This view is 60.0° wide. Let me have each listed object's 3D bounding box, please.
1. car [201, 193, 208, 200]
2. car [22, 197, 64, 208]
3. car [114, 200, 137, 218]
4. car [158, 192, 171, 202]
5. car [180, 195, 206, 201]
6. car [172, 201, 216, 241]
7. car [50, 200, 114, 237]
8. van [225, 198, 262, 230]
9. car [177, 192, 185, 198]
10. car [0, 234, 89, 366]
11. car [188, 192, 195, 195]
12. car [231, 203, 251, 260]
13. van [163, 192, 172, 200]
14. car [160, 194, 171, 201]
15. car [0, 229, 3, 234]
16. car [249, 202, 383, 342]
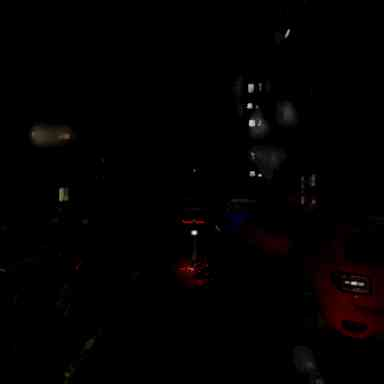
[{"bbox_3d":[2.683,0.976,77.384,1.967,1.590,4.097,1,0,0],"label":"car"},{"bbox_3d":[-19.312,1.354,43.248,4.507,1.381,1.887,0,0,1],"label":"car"},{"bbox_3d":[-5.685,1.384,27.997,2.008,1.369,4.403,1,0,0],"label":"car"},{"bbox_3d":[-5.772,1.149,65.952,1.887,1.381,4.507,1,0,0],"label":"car"},{"bbox_3d":[0.091,1.291,31.256,1.882,1.535,5.008,0,0,0],"label":"car"},{"bbox_3d":[0.095,1.408,16.123,1.837,1.490,4.892,0,0,0],"label":"car"},{"bbox_3d":[-5.679,1.337,17.183,1.967,1.590,4.097,1,0,0],"label":"car"},{"bbox_3d":[2.702,1.239,17.177,1.690,1.788,3.998,1,0,0],"label":"van"},{"bbox_3d":[-3.028,0.789,93.882,2.097,1.767,4.553,0,0,0],"label":"car"},{"bbox_3d":[-3.101,1.574,4.445,1.895,1.301,4.718,0,0,0],"label":"car"},{"bbox_3d":[-0.026,0.837,90.710,1.882,1.535,5.008,0,0,0],"label":"car"},{"bbox_3d":[2.702,1.370,11.770,1.967,1.590,4.097,1,0,0],"label":"car"},{"bbox_3d":[-5.694,0.877,77.320,1.690,1.788,3.998,1,0,0],"label":"van"},{"bbox_3d":[-5.697,1.115,71.634,1.887,1.381,4.507,1,0,0],"label":"car"},{"bbox_3d":[-5.674,1.277,6.367,2.192,1.841,5.009,1,0,0],"label":"car"},{"bbox_3d":[2.706,1.277,6.362,2.192,1.841,5.009,1,0,0],"label":"car"}]
